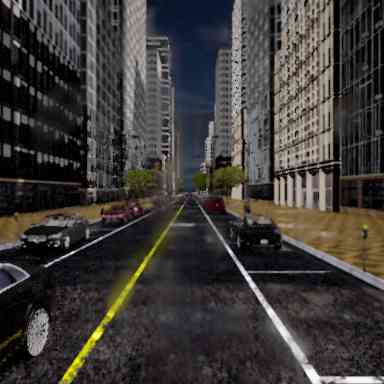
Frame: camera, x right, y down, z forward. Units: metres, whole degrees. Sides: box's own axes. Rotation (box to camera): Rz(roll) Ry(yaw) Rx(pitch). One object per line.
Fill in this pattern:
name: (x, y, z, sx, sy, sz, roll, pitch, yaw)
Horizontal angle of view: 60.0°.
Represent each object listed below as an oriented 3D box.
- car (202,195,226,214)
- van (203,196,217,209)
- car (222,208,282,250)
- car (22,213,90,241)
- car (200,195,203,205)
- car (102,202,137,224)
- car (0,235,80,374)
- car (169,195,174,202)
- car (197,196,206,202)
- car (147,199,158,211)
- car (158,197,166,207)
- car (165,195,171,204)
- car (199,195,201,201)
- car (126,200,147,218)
car: (2.607, 1.462, 37.185, 2.192, 1.841, 5.009, -1, 0, 0)
van: (2.585, 1.532, 48.552, 1.690, 1.788, 3.998, -1, 0, 0)
car: (2.655, 1.608, 14.449, 2.008, 1.369, 4.403, -1, 0, 0)
car: (-5.726, 1.609, 14.432, 2.008, 1.369, 4.403, -1, 0, 0)
car: (2.596, 1.484, 42.869, 2.192, 1.841, 5.009, -1, 0, 0)
car: (-5.748, 1.685, 25.799, 1.802, 1.307, 4.206, -1, 0, 0)
car: (-3.004, 1.506, 3.170, 2.128, 1.511, 4.902, 0, 0, 0)
car: (-5.851, 1.739, 76.953, 1.967, 1.590, 4.097, -1, 0, 0)
car: (2.508, 1.890, 88.336, 2.008, 1.369, 4.403, -1, 0, 0)
car: (-5.782, 1.695, 42.681, 1.752, 1.417, 4.829, -1, 0, 0)
car: (-5.805, 1.779, 54.218, 1.947, 1.339, 4.313, -1, 0, 0)
car: (-5.828, 1.807, 65.585, 2.008, 1.369, 4.403, -1, 0, 0)
car: (2.574, 1.652, 54.235, 1.967, 1.590, 4.097, -1, 0, 0)
car: (-5.761, 1.566, 31.483, 1.967, 1.590, 4.097, -1, 0, 0)
